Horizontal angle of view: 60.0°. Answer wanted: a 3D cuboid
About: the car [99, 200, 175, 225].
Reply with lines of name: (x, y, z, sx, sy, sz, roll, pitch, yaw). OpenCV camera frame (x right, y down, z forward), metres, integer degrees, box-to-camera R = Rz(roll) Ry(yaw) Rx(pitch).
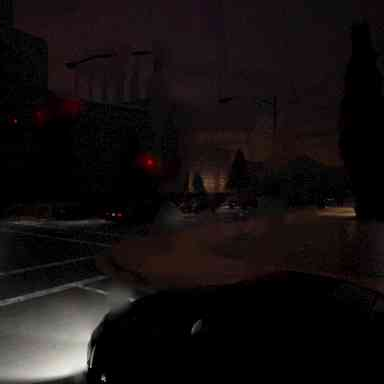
car: (-3.718, 1.547, 23.996, 2.033, 1.411, 5.357, 0, 0, 36)

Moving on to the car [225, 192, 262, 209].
car: (7.016, 1.221, 45.069, 2.150, 2.045, 5.566, 0, 0, 36)

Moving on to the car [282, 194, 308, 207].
car: (16.082, 1.506, 51.277, 1.837, 1.490, 4.892, 0, 0, 36)

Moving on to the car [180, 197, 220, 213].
car: (0.717, 1.352, 36.409, 2.097, 1.767, 4.553, 0, 0, 36)

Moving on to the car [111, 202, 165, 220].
car: (-4.600, 1.601, 29.079, 1.895, 1.301, 4.718, 0, 0, 36)

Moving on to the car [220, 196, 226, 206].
car: (1.854, 1.547, 43.926, 2.033, 1.411, 5.357, 0, 0, 36)

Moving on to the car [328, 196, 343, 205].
car: (24.487, 1.491, 56.901, 2.128, 1.511, 4.902, 0, 0, 36)

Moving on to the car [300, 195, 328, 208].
car: (17.378, 1.564, 47.106, 1.994, 1.385, 4.181, 0, 0, 36)

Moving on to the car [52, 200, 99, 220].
car: (-9.403, 1.478, 28.435, 1.882, 1.535, 5.008, 0, 0, 36)

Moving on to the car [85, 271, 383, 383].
car: (0.837, 1.564, 3.403, 4.181, 1.385, 1.994, 0, 0, 35)
